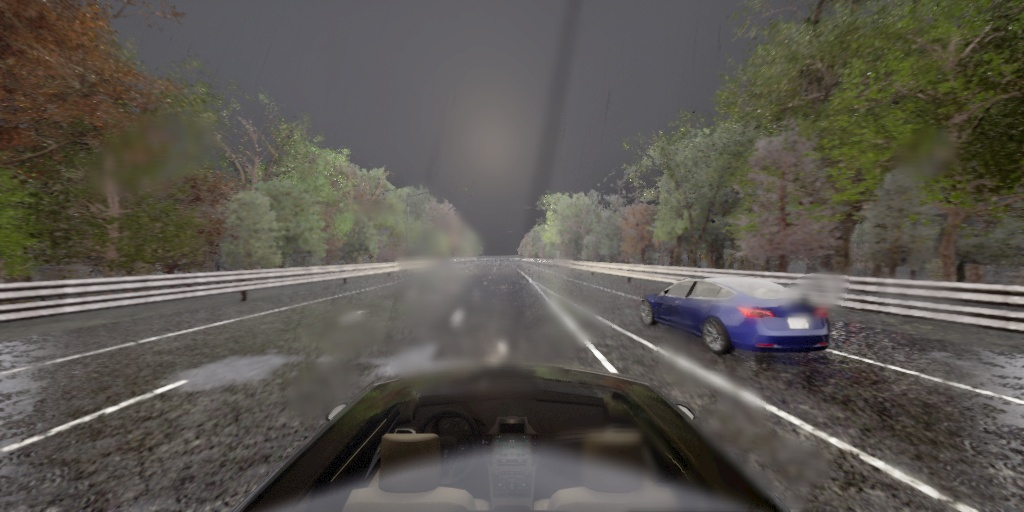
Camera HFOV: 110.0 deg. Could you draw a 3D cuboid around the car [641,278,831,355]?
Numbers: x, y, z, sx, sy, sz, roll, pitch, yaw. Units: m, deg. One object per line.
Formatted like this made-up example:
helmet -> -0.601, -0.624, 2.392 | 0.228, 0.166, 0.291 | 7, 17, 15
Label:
car -> 4.896, 1.240, 8.692 | 2.163, 1.488, 4.792 | 0, 0, -5
